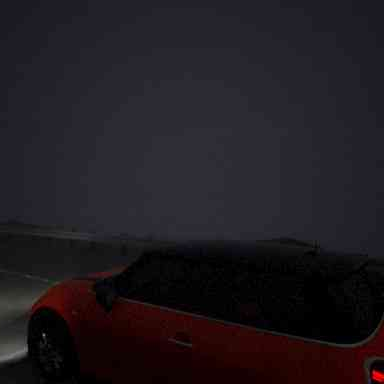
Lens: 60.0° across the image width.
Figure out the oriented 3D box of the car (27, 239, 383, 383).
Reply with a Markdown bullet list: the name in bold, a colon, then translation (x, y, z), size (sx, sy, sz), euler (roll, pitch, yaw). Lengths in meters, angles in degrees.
- **car**: translation (0.031, 1.377, 4.001), size (4.553, 1.767, 2.097), euler (-1, 0, 35)
